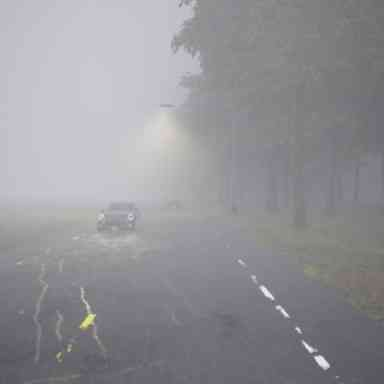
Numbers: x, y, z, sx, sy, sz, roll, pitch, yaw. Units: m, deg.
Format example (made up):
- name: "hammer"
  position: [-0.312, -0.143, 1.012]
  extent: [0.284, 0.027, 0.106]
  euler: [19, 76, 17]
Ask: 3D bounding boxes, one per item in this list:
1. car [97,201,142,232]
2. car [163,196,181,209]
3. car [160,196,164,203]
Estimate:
- name: "car"
  position: [-4.196, 1.344, 19.781]
  extent: [2.097, 1.767, 4.553]
  euler: [0, 0, -3]
- name: "car"
  position: [-2.509, 1.455, 44.297]
  extent: [1.837, 1.490, 4.892]
  euler: [0, 0, -6]
- name: "car"
  position: [-5.140, 1.388, 63.677]
  extent: [2.033, 1.411, 5.357]
  euler: [0, 1, -9]
